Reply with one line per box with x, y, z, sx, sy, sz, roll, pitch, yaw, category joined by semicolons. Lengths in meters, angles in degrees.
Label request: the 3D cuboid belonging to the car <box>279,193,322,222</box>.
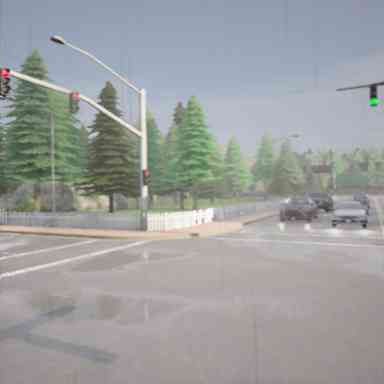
7.932;1.184;24.553;2.097;1.767;4.553;-1;0;28;car

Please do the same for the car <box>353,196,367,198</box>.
14.226;1.310;28.859;1.895;1.301;4.718;-1;0;28;car

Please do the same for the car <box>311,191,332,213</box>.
12.994;0.951;33.943;2.150;2.045;5.566;-1;0;29;car

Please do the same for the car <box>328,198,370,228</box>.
9.910;1.322;20.845;1.812;1.442;4.674;-1;0;28;car
